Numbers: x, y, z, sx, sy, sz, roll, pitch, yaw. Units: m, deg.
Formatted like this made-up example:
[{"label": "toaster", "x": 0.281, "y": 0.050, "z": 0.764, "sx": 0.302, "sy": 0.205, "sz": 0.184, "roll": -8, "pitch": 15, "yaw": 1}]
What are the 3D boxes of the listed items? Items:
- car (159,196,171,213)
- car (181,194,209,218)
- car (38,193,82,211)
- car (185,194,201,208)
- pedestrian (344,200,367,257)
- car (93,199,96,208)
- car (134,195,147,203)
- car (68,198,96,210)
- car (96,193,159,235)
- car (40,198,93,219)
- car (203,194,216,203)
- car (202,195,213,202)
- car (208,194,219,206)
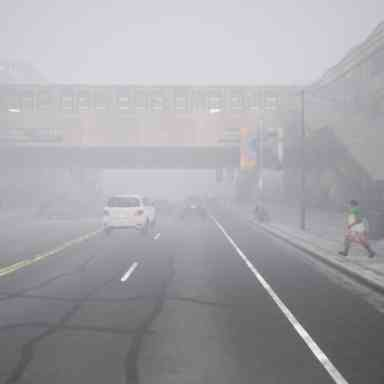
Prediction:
[{"label": "car", "x": -3.331, "y": 1.463, "z": 36.014, "sx": 2.033, "sy": 1.411, "sz": 5.357, "roll": 0, "pitch": 0, "yaw": 0}, {"label": "car", "x": 0.117, "y": 1.284, "z": 28.981, "sx": 2.097, "sy": 1.767, "sz": 4.553, "roll": 0, "pitch": 0, "yaw": 0}, {"label": "car", "x": -13.505, "y": 1.149, "z": 33.912, "sx": 2.435, "sy": 2.045, "sz": 5.566, "roll": 0, "pitch": 0, "yaw": 0}, {"label": "car", "x": 0.208, "y": 1.242, "z": 47.155, "sx": 2.097, "sy": 1.767, "sz": 4.553, "roll": 0, "pitch": 0, "yaw": 1}, {"label": "pedestrian", "x": 5.127, "y": 1.117, "z": 10.425, "sx": 0.375, "sy": 1.860, "sz": 0.375, "roll": 0, "pitch": 0, "yaw": 0}, {"label": "car", "x": -7.051, "y": 1.455, "z": 29.891, "sx": 1.812, "sy": 1.442, "sz": 4.674, "roll": 0, "pitch": 0, "yaw": 0}, {"label": "car", "x": -10.283, "y": 1.405, "z": 66.535, "sx": 1.994, "sy": 1.385, "sz": 4.181, "roll": 0, "pitch": 0, "yaw": 1}, {"label": "car", "x": -13.537, "y": 1.498, "z": 41.309, "sx": 1.895, "sy": 1.301, "sz": 4.718, "roll": 0, "pitch": 0, "yaw": 0}, {"label": "car", "x": -3.376, "y": 1.177, "z": 18.678, "sx": 2.150, "sy": 2.045, "sz": 5.566, "roll": 0, "pitch": 0, "yaw": 0}, {"label": "car", "x": -10.558, "y": 1.481, "z": 28.453, "sx": 2.033, "sy": 1.411, "sz": 5.357, "roll": 0, "pitch": 0, "yaw": 0}, {"label": "car", "x": 3.269, "y": 1.206, "z": 63.281, "sx": 2.185, "sy": 1.767, "sz": 4.553, "roll": 0, "pitch": 0, "yaw": 0}, {"label": "car", "x": 3.142, "y": 1.316, "z": 69.707, "sx": 2.097, "sy": 1.535, "sz": 5.008, "roll": 0, "pitch": 0, "yaw": 0}, {"label": "car", "x": 3.214, "y": 1.358, "z": 52.506, "sx": 2.231, "sy": 1.521, "sz": 4.892, "roll": 0, "pitch": 0, "yaw": 10}]
